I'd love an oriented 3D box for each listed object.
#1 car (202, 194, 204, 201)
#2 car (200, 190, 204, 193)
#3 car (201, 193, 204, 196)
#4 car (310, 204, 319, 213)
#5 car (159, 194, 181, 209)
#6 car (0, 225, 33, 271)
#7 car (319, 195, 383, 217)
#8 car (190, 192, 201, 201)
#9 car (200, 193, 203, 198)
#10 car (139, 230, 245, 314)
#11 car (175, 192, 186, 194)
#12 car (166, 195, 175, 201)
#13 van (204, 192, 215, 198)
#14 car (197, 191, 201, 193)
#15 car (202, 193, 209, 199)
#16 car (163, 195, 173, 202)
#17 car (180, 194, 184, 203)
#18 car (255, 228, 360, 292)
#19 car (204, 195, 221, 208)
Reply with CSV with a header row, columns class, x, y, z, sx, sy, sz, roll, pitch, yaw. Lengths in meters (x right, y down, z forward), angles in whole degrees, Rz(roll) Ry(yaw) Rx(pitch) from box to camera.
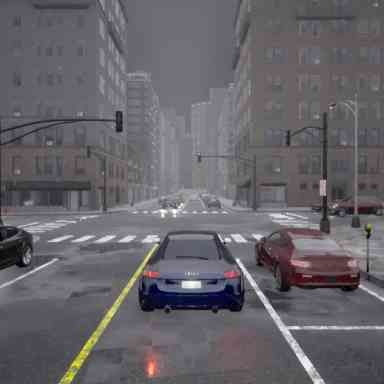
class,x,y,z,sx,sy,sz,roll,pitch,yaw
car,3.132,1.437,56.958,1.887,1.381,4.507,0,0,0
car,3.728,0.938,86.033,2.150,2.045,5.566,0,0,0
car,3.231,1.425,68.064,1.802,1.307,4.206,0,0,0
car,13.660,1.356,31.144,4.718,1.301,1.895,-1,0,0
car,-2.835,1.437,43.830,1.837,1.490,4.892,0,0,2
car,-5.766,1.564,8.648,1.947,1.339,4.313,0,0,0
car,13.551,1.125,27.894,4.553,1.767,2.097,-1,0,0
car,0.520,1.319,74.294,1.812,1.442,4.674,0,0,0
car,3.279,1.389,73.620,1.802,1.307,4.206,0,0,0
car,0.003,1.562,7.725,1.994,1.385,4.181,0,0,0
car,-2.617,1.355,64.124,2.128,1.511,4.902,0,0,1
car,-5.198,1.349,79.249,1.802,1.307,4.206,0,0,0
van,3.084,1.250,51.406,1.690,1.788,3.998,0,0,0
car,0.606,1.088,84.294,2.128,1.511,4.902,0,0,0
car,3.821,1.145,93.004,1.882,1.535,5.008,0,0,0
car,-5.246,1.357,73.696,2.008,1.369,4.403,0,0,0
car,-2.749,1.428,53.735,1.812,1.442,4.674,0,0,0
car,2.760,1.580,8.646,1.802,1.307,4.206,0,0,0
car,3.037,1.508,45.855,1.802,1.307,4.206,0,0,0
